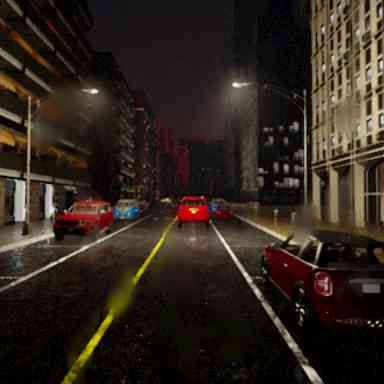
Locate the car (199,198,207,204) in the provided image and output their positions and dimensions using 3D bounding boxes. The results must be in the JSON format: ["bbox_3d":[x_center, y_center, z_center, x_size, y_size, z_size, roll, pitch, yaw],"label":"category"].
[{"bbox_3d":[2.768,2.253,83.909,1.802,1.307,4.206,1,0,0],"label":"car"}]

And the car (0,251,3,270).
[{"bbox_3d":[-5.638,1.638,6.875,1.802,1.307,4.206,1,0,0],"label":"car"}]

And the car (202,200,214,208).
[{"bbox_3d":[2.747,2.033,56.371,1.802,1.307,4.206,1,0,0],"label":"car"}]

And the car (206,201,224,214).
[{"bbox_3d":[2.736,1.868,40.249,1.887,1.381,4.507,1,0,0],"label":"car"}]

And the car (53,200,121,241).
[{"bbox_3d":[-5.624,1.460,17.969,2.192,1.841,5.009,1,0,0],"label":"car"}]

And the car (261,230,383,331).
[{"bbox_3d":[2.712,1.498,6.964,1.967,1.590,4.097,1,0,0],"label":"car"}]

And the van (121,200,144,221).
[{"bbox_3d":[-5.616,1.575,29.062,1.690,1.788,3.998,1,0,0],"label":"van"}]

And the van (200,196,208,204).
[{"bbox_3d":[2.769,1.968,78.404,1.690,1.788,3.998,1,0,0],"label":"van"}]

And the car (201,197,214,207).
[{"bbox_3d":[2.757,1.810,61.881,2.192,1.841,5.009,1,0,0],"label":"car"}]

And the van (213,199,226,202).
[{"bbox_3d":[2.736,1.620,34.703,1.690,1.788,3.998,1,0,0],"label":"van"}]

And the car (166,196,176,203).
[{"bbox_3d":[-5.602,2.029,89.408,2.192,1.841,5.009,1,0,0],"label":"car"}]

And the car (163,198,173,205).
[{"bbox_3d":[-5.615,2.150,78.215,1.752,1.417,4.829,1,0,0],"label":"car"}]

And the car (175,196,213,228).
[{"bbox_3d":[0.118,1.416,24.279,2.150,2.045,5.566,0,-1,0],"label":"car"}]

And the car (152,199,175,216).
[{"bbox_3d":[-3.070,1.845,37.158,2.033,1.411,5.357,0,0,0],"label":"car"}]

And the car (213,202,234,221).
[{"bbox_3d":[2.727,1.817,29.153,1.802,1.307,4.206,1,0,0],"label":"car"}]

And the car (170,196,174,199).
[{"bbox_3d":[-5.619,2.106,72.704,1.752,1.417,4.829,1,0,0],"label":"car"}]

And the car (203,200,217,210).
[{"bbox_3d":[2.744,1.993,51.343,1.802,1.307,4.206,1,0,0],"label":"car"}]

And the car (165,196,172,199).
[{"bbox_3d":[-5.623,2.062,67.192,1.752,1.417,4.829,1,0,0],"label":"car"}]

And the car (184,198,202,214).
[{"bbox_3d":[0.132,1.686,41.654,2.097,1.767,4.553,0,0,0],"label":"car"}]

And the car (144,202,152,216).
[{"bbox_3d":[-5.617,1.860,34.607,1.802,1.307,4.206,1,0,0],"label":"car"}]

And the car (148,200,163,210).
[{"bbox_3d":[-5.604,1.992,51.246,1.802,1.307,4.206,1,0,0],"label":"car"}]

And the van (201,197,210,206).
[{"bbox_3d":[2.760,1.880,67.388,1.690,1.788,3.998,1,0,0],"label":"van"}]
